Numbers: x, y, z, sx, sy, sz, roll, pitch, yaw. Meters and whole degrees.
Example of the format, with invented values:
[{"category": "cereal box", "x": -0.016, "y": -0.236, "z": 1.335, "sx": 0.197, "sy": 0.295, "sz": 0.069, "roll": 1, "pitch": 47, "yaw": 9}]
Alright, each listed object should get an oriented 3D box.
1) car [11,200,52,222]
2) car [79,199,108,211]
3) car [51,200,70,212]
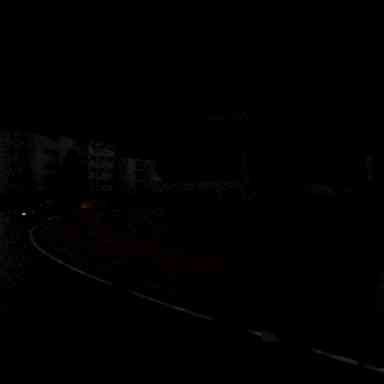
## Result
[{"category": "car", "x": -13.173, "y": 1.650, "z": 27.232, "sx": 1.994, "sy": 1.385, "sz": 4.181, "roll": 0, "pitch": 0, "yaw": -12}, {"category": "car", "x": -12.702, "y": 1.634, "z": 43.332, "sx": 1.882, "sy": 1.535, "sz": 5.008, "roll": 0, "pitch": 0, "yaw": 12}, {"category": "car", "x": -16.760, "y": 1.660, "z": 40.776, "sx": 1.812, "sy": 1.442, "sz": 4.674, "roll": 0, "pitch": 0, "yaw": 8}]
